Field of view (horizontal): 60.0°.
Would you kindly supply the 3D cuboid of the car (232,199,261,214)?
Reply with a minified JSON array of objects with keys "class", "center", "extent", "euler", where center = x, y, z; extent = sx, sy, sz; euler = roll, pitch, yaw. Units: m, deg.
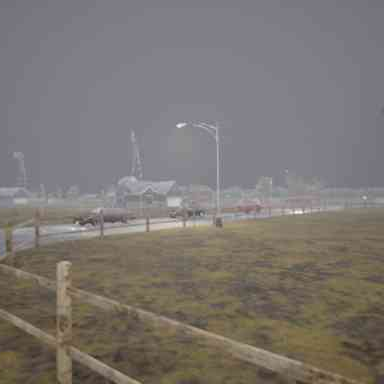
[{"class":"car","center":[7.764,1.976,46.765],"extent":[2.150,2.045,5.566],"euler":[-2,-1,36]}]

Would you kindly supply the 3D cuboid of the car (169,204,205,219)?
[{"class":"car","center":[-0.479,2.026,35.264],"extent":[1.837,1.490,4.892],"euler":[-2,-2,36]}]

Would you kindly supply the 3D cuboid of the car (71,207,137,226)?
[{"class":"car","center":[-6.807,1.887,26.422],"extent":[2.033,1.411,5.357],"euler":[-2,-2,36]}]
